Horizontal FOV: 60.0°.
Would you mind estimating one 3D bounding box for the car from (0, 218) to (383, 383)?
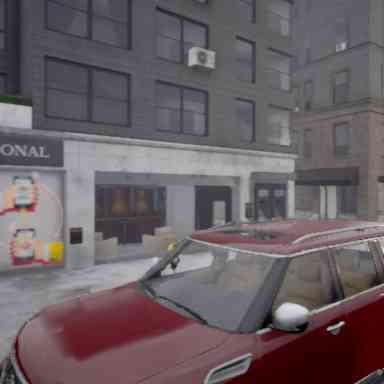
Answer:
[{"bbox_3d":[0.765,1.297,3.616,5.009,1.841,2.192,0,0,-35],"label":"car"}]
